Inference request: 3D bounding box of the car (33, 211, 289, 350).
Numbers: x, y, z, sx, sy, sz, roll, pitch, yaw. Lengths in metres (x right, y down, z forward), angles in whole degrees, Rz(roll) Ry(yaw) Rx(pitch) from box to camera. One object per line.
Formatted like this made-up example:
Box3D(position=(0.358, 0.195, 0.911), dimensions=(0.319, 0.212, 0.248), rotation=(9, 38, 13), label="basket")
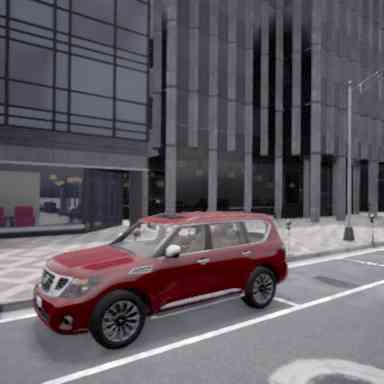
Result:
Box3D(position=(-0.249, 1.348, 6.473), dimensions=(5.009, 1.841, 2.192), rotation=(1, 0, -36), label="car")
